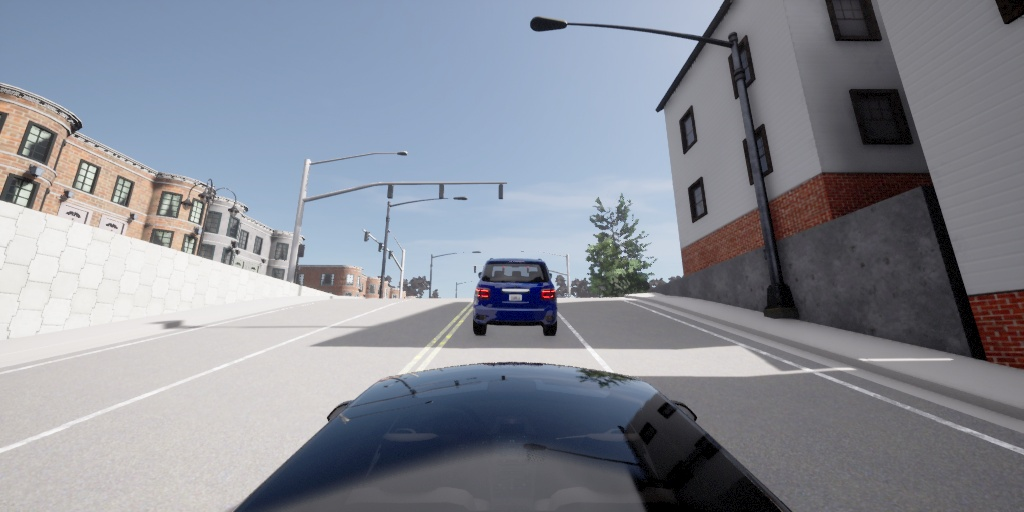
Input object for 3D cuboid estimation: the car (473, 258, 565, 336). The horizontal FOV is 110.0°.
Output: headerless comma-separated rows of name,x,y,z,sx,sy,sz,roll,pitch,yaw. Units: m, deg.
car,0.093,1.097,11.036,2.150,2.045,5.566,1,-1,0
